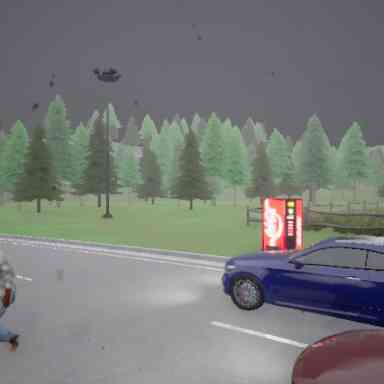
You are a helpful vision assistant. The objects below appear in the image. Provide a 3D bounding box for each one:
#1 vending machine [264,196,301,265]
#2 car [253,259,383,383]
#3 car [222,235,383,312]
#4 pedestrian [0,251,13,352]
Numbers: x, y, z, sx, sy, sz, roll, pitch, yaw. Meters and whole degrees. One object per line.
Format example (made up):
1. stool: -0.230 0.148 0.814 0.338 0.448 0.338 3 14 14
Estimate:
1. vending machine: 2.982 1.195 10.958 0.880 2.100 1.100 0 0 33
2. car: 2.880 1.526 1.743 4.674 1.442 1.812 0 0 36
3. car: 2.794 1.525 6.062 4.674 1.442 1.812 0 0 35
4. pedestrian: -2.601 1.294 4.239 0.375 1.860 0.375 0 0 33
